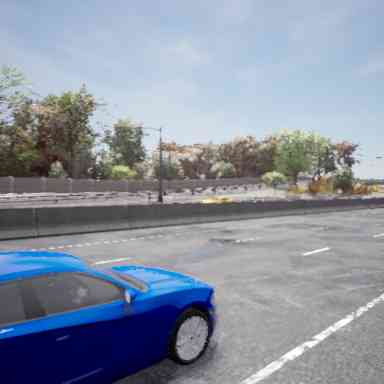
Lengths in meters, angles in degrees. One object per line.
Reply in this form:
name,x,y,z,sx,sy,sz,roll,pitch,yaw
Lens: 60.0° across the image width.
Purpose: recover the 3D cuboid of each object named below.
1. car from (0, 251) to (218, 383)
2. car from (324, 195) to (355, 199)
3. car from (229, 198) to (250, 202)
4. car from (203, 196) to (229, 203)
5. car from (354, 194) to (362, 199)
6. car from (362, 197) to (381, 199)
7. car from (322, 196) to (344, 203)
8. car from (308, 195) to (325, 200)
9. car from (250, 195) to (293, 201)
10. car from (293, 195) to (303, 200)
car,-1.797,1.442,3.818,5.008,1.535,1.882,0,0,-43
car,22.853,1.594,51.363,4.718,1.301,1.895,0,0,-43
car,6.990,1.455,41.256,4.181,1.385,1.994,0,0,-43
car,3.513,1.333,42.793,5.008,1.535,1.882,0,0,-43
car,31.501,1.258,64.299,4.553,1.767,2.097,0,0,-43
car,34.059,1.517,61.903,4.718,1.301,1.895,0,0,-43
car,27.907,1.474,65.721,5.357,1.411,2.033,0,0,-43
car,20.474,1.315,53.928,4.553,1.767,2.097,0,0,-43
car,9.326,1.397,38.651,5.008,1.535,1.882,0,0,-43
car,16.388,1.276,54.890,4.553,1.767,2.097,0,0,-43
